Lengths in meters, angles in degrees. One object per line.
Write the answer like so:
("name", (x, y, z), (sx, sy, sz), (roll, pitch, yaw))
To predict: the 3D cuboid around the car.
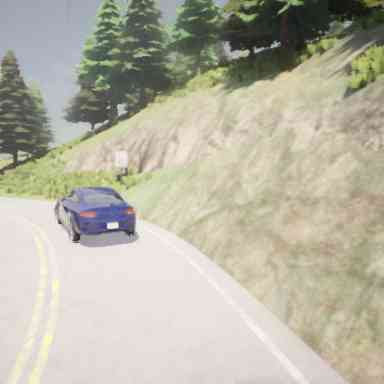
("car", (-3.277, 0.543, 10.944), (1.812, 1.442, 4.674), (-3, 6, -30))
